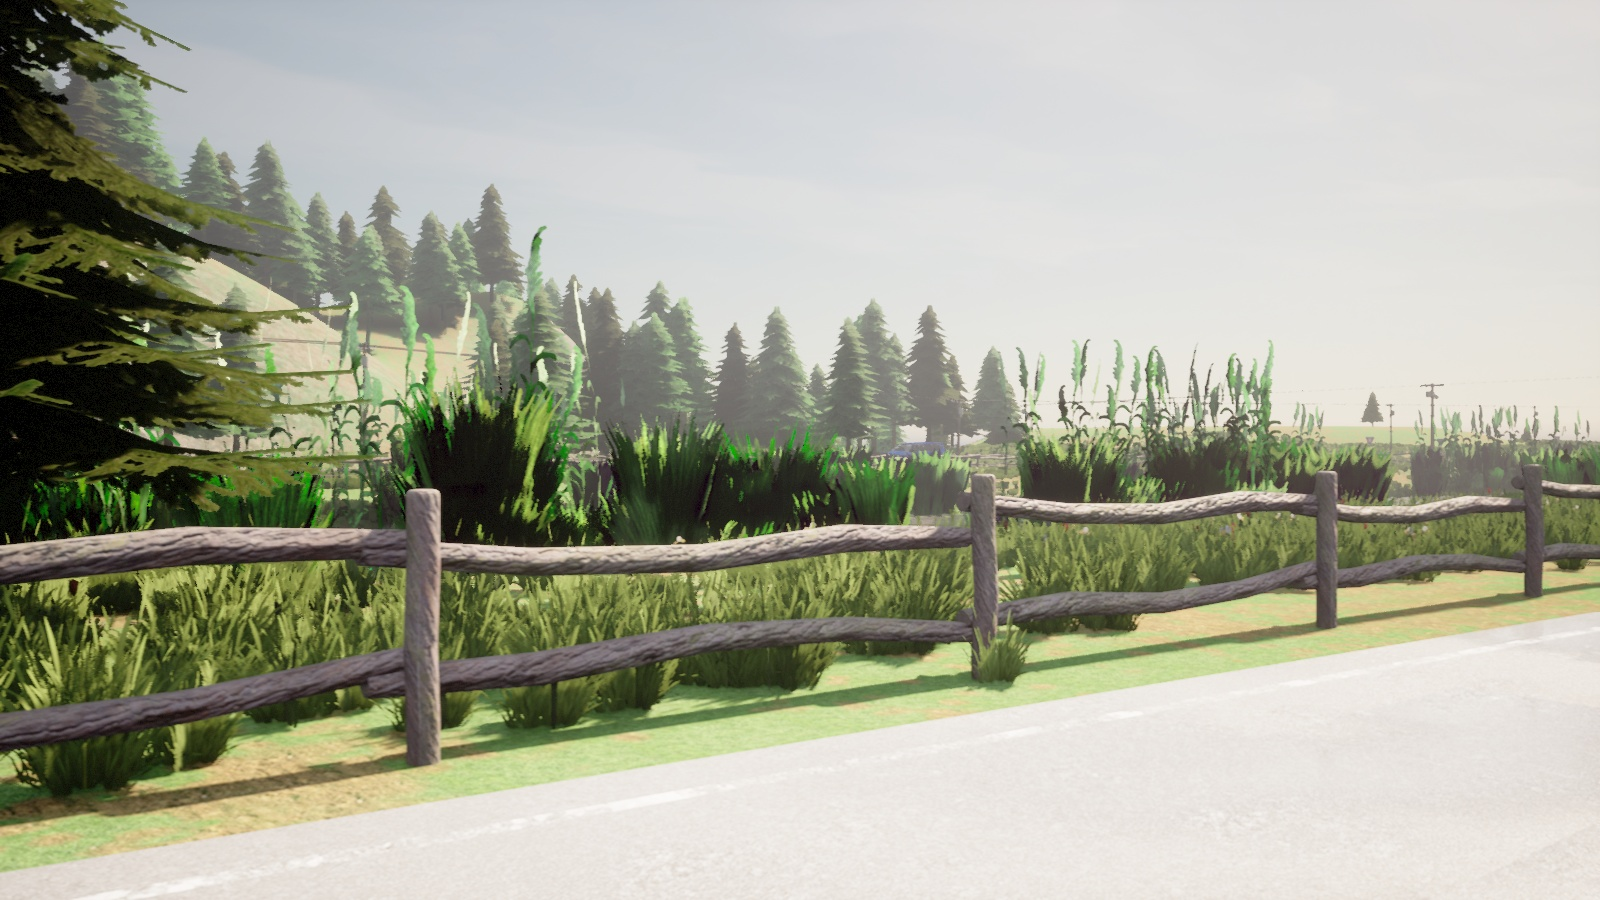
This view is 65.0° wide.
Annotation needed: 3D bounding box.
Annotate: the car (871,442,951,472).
[{"bbox_3d":[7.811,0.442,87.980,5.566,2.045,2.150,0,0,-36],"label":"car"}]
